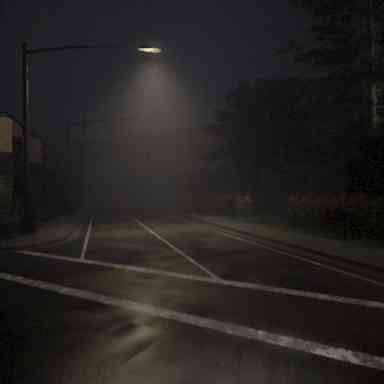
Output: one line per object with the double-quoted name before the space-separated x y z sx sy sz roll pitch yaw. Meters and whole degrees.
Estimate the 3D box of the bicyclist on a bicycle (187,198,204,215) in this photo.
"bicyclist on a bicycle" 0.293 1.341 30.695 1.656 1.620 0.582 -1 0 -16

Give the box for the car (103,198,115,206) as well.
"car" -15.321 1.772 61.677 1.882 1.535 5.008 -1 0 -11
